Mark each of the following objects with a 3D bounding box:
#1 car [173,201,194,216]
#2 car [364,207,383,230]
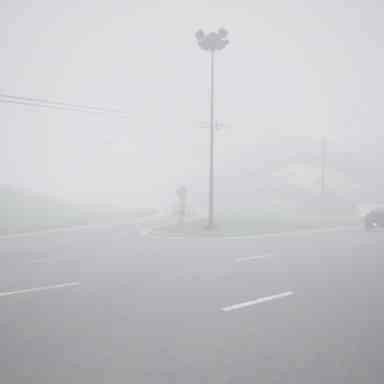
[{"bbox_3d":[-0.870,1.684,35.853,1.882,1.535,5.008,1,0,5],"label":"car"},{"bbox_3d":[13.140,1.745,21.694,4.892,1.490,1.837,1,0,-35],"label":"car"}]
